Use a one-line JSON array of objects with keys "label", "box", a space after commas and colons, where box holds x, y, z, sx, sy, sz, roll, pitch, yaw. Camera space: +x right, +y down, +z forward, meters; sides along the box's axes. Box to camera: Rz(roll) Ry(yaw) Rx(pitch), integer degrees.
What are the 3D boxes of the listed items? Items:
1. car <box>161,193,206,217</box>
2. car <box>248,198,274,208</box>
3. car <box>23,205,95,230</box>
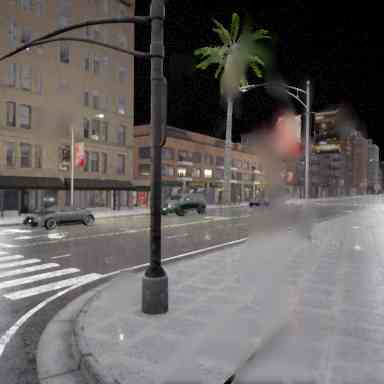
[{"label": "car", "box": [-0.797, 1.155, 31.294, 2.150, 2.045, 5.566, 1, 0, 35]}, {"label": "car", "box": [9.525, 1.529, 45.714, 1.895, 1.301, 4.718, 1, 0, 36]}, {"label": "car", "box": [-8.220, 1.498, 20.857, 1.994, 1.385, 4.181, 1, 0, 36]}]
